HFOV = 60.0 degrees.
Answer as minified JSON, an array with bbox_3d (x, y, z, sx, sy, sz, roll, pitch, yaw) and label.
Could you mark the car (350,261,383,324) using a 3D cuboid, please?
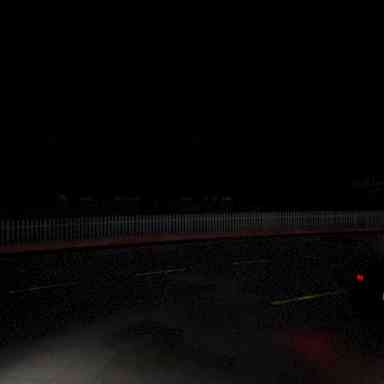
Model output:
[{"bbox_3d":[4.853,1.564,5.782,4.181,1.385,1.994,0,0,-24],"label":"car"}]
